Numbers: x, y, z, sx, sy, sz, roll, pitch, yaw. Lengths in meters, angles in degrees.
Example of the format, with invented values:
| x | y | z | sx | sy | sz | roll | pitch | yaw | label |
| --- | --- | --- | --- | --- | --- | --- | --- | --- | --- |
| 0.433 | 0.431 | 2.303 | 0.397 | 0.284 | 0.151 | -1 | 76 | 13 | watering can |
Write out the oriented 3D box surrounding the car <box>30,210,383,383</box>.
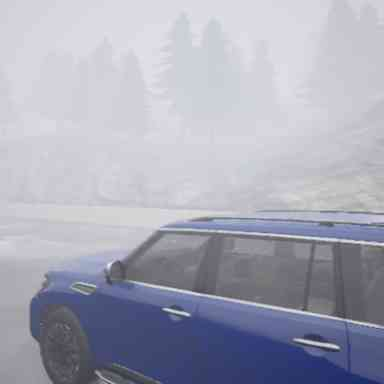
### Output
| x | y | z | sx | sy | sz | roll | pitch | yaw | label |
| --- | --- | --- | --- | --- | --- | --- | --- | --- | --- |
| 0.561 | 1.223 | 3.593 | 5.566 | 2.045 | 2.150 | 0 | 0 | 35 | car |
